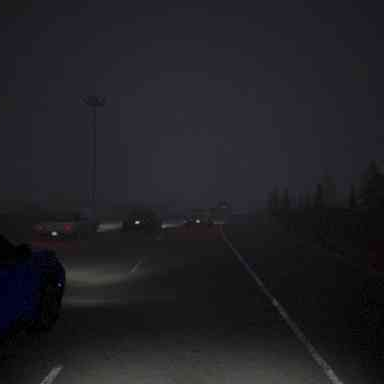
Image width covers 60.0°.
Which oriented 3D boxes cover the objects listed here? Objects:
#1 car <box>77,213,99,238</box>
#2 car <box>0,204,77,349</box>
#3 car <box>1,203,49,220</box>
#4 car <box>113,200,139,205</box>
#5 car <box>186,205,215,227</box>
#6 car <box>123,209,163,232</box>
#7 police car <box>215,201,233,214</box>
[{"bbox_3d":[-6.802,1.808,18.844,1.895,1.301,4.718,0,-1,2],"label":"car"},{"bbox_3d":[-3.400,1.264,3.771,2.150,2.045,5.566,0,-1,0],"label":"car"},{"bbox_3d":[-16.230,1.882,32.591,1.812,1.442,4.674,0,-1,9],"label":"car"},{"bbox_3d":[-8.990,2.048,48.000,1.812,1.442,4.674,0,-1,18],"label":"car"},{"bbox_3d":[0.601,1.797,24.834,1.812,1.442,4.674,0,-1,5],"label":"car"},{"bbox_3d":[-3.145,1.802,21.748,1.994,1.385,4.181,0,-1,3],"label":"car"},{"bbox_3d":[3.803,1.955,41.329,2.038,1.542,4.974,0,0,16],"label":"police car"}]
